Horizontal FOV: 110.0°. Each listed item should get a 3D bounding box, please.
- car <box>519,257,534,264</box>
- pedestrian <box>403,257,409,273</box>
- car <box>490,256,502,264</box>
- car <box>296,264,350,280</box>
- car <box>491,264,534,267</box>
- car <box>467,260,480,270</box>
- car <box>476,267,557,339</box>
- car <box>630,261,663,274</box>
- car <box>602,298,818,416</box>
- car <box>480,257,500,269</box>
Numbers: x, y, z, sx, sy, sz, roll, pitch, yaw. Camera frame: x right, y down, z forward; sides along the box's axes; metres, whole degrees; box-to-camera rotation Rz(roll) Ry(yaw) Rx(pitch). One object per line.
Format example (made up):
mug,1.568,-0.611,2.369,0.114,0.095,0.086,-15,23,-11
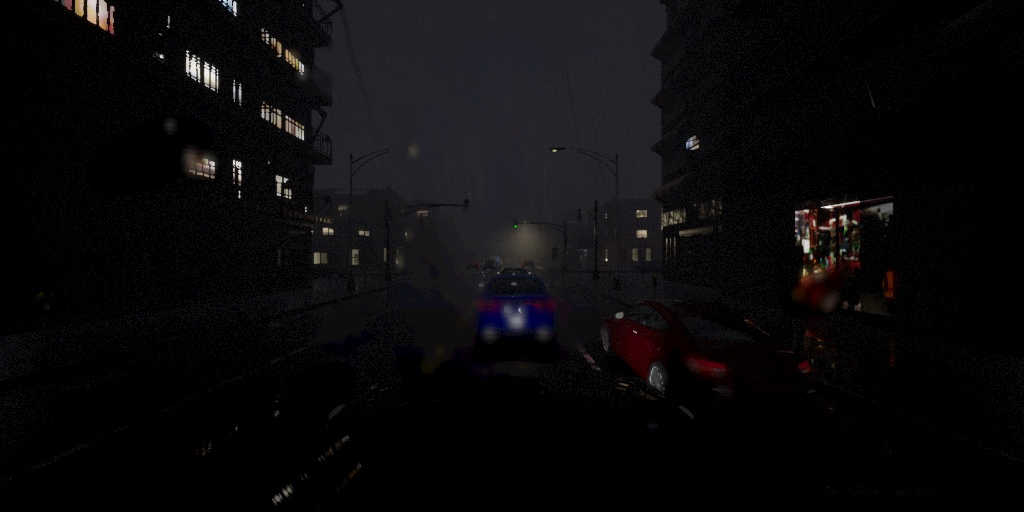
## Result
car,2.676,1.114,60.557,2.192,1.841,5.009,0,0,0
pedestrian,-12.521,1.061,42.290,0.375,1.860,0.375,0,0,0
car,-3.102,1.023,61.586,2.150,2.045,5.566,0,0,1
car,-17.517,1.456,33.550,4.892,1.490,1.837,-1,0,0
car,0.109,1.322,19.513,1.994,1.385,4.181,0,0,0
car,-5.791,1.336,55.033,1.888,1.381,4.507,0,0,0
car,0.099,1.230,10.127,1.882,1.535,5.008,0,0,0
car,14.356,1.154,36.776,4.181,1.385,1.994,-1,0,0
car,2.689,1.333,5.805,1.802,1.307,4.207,0,0,0
car,-3.102,1.291,51.633,1.837,1.490,4.892,0,0,0
